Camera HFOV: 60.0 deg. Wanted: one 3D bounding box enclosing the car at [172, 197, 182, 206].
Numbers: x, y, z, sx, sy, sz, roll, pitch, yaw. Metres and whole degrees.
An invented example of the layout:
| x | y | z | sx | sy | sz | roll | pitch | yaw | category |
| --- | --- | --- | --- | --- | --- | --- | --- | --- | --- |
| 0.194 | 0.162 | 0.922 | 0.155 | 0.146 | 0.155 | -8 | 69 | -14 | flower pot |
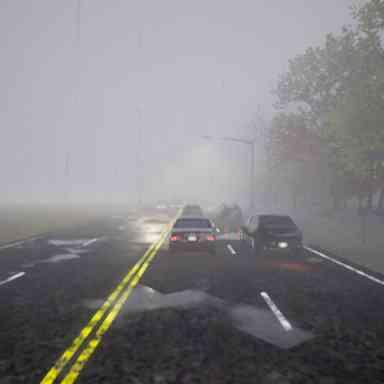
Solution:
| x | y | z | sx | sy | sz | roll | pitch | yaw | category |
| --- | --- | --- | --- | --- | --- | --- | --- | --- | --- |
| -3.189 | 1.953 | 71.029 | 2.097 | 1.767 | 4.553 | 0 | 0 | 0 | car |

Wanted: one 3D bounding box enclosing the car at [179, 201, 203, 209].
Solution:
| x | y | z | sx | sy | sz | roll | pitch | yaw | category |
| --- | --- | --- | --- | --- | --- | --- | --- | --- | --- |
| 0.030 | 1.794 | 29.375 | 1.812 | 1.442 | 4.674 | 0 | 0 | 0 | car |

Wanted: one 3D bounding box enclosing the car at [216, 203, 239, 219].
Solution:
| x | y | z | sx | sy | sz | roll | pitch | yaw | category |
| --- | --- | --- | --- | --- | --- | --- | --- | --- | --- |
| 3.275 | 1.753 | 29.295 | 2.128 | 1.511 | 4.902 | 0 | -1 | 0 | car |

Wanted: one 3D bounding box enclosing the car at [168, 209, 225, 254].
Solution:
| x | y | z | sx | sy | sz | roll | pitch | yaw | category |
| --- | --- | --- | --- | --- | --- | --- | --- | --- | --- |
| 0.013 | 1.678 | 13.994 | 2.033 | 1.411 | 5.357 | 0 | 0 | 0 | car |

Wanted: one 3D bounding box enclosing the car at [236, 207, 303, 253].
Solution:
| x | y | z | sx | sy | sz | roll | pitch | yaw | category |
| --- | --- | --- | --- | --- | --- | --- | --- | --- | --- |
| 3.259 | 1.634 | 14.309 | 1.837 | 1.490 | 4.892 | -1 | 0 | 0 | car |

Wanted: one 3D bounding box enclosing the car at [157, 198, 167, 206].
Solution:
| x | y | z | sx | sy | sz | roll | pitch | yaw | category |
| --- | --- | --- | --- | --- | --- | --- | --- | --- | --- |
| -6.439 | 2.123 | 70.999 | 2.128 | 1.511 | 4.902 | 0 | 0 | 0 | car |
